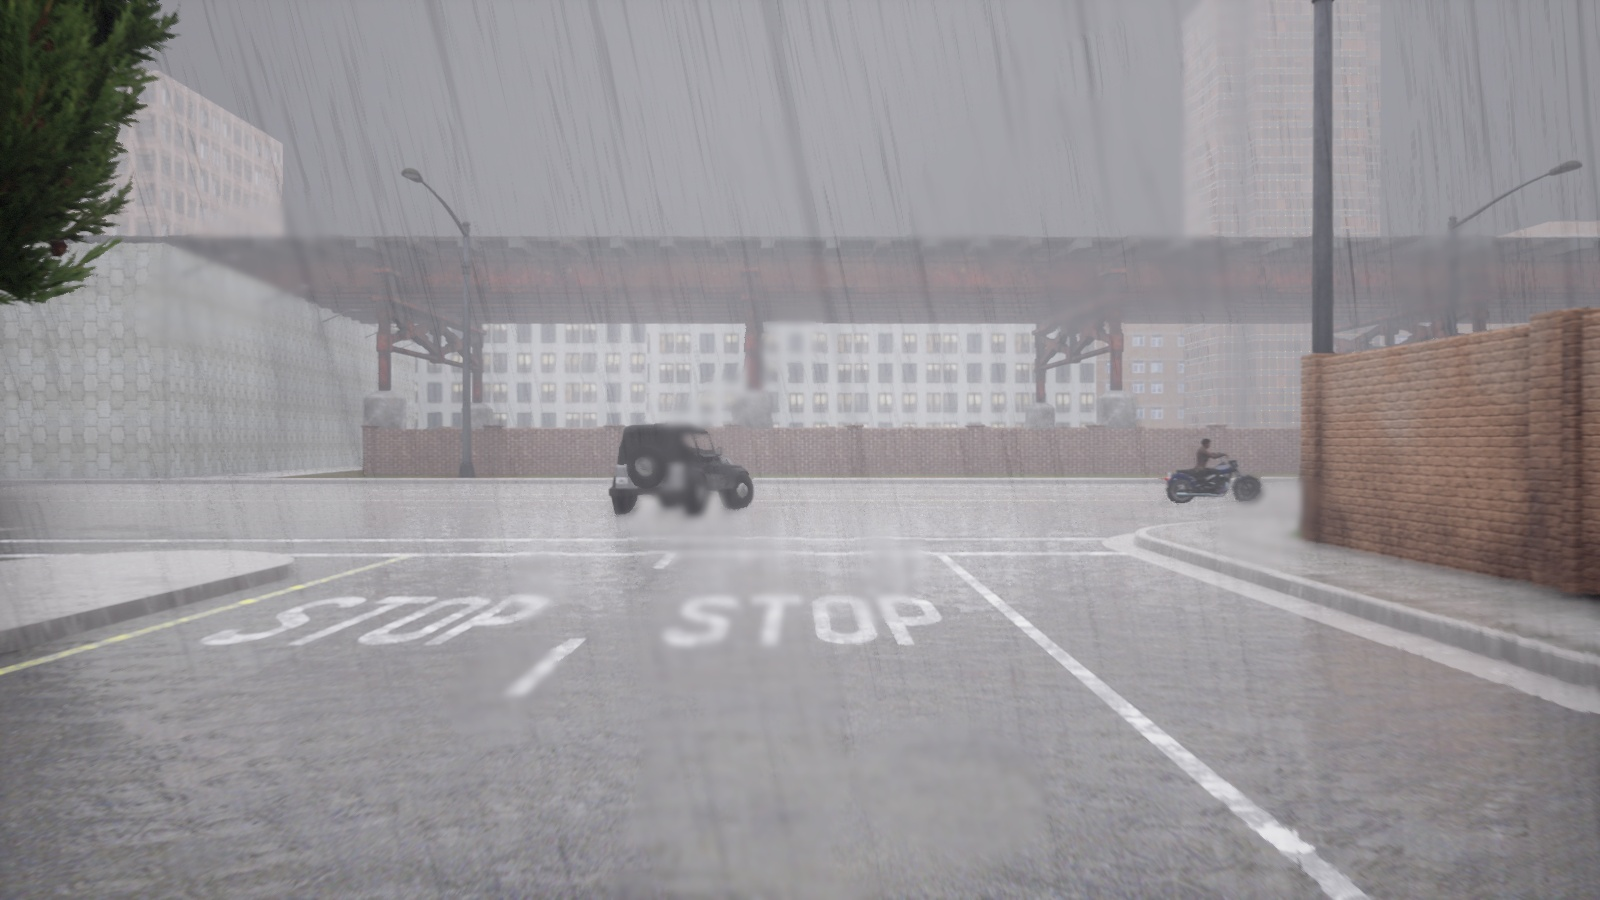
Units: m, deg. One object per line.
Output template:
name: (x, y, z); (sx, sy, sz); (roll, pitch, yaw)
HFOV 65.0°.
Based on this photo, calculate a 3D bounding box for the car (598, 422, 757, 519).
car: (-2.494, 0.390, 26.585); (1.905, 1.878, 3.866); (0, 0, 19)

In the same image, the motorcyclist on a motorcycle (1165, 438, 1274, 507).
motorcyclist on a motorcycle: (10.100, 0.534, 30.273); (2.350, 1.649, 0.766); (0, 0, 1)
